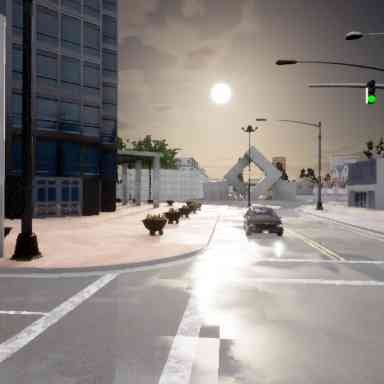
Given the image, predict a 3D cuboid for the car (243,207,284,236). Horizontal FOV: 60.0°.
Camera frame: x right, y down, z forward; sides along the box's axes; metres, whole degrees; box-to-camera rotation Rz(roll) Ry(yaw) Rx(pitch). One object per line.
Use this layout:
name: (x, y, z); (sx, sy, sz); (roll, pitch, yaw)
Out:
car: (3.848, 1.536, 18.552); (2.033, 1.411, 5.357); (0, 0, 7)
